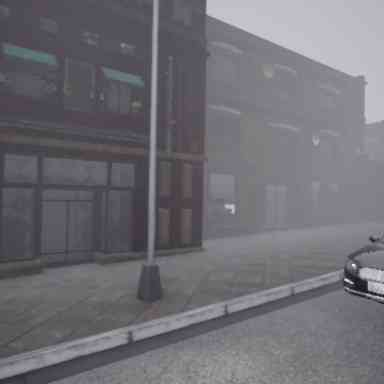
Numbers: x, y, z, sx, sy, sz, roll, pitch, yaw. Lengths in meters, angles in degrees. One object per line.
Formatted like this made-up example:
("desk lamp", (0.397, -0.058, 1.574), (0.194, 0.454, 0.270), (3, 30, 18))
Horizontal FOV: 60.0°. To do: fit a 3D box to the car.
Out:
("car", (5.134, 1.387, 7.014), (4.902, 1.511, 2.128), (1, 0, -36))
